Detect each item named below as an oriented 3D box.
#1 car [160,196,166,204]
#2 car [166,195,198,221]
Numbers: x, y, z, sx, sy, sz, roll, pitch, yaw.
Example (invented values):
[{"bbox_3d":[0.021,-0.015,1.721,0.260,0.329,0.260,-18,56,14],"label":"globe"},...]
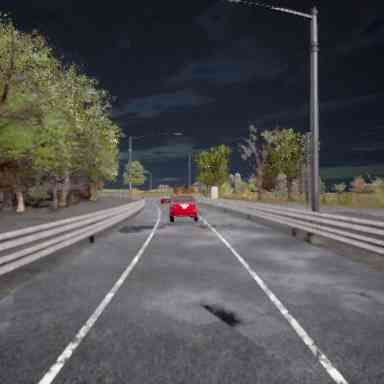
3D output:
[{"bbox_3d":[-4.821,1.442,60.606,1.882,1.535,5.008,0,0,-10],"label":"car"},{"bbox_3d":[-0.785,1.223,27.300,2.150,2.045,5.566,0,0,-5],"label":"car"}]
